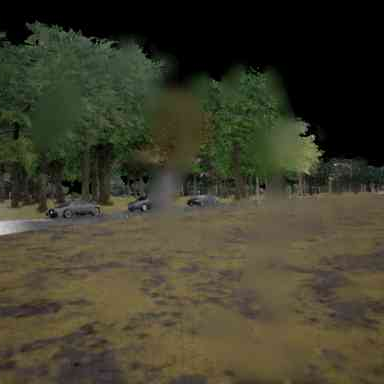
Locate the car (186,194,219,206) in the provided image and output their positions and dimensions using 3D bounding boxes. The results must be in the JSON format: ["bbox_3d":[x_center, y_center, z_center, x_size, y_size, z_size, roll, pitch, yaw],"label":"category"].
[{"bbox_3d":[1.464,1.018,42.227,2.033,1.411,5.357,-3,-1,35],"label":"car"}]

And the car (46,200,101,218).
[{"bbox_3d":[-9.466,1.330,26.745,1.994,1.385,4.181,-3,-1,36],"label":"car"}]

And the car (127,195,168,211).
[{"bbox_3d":[-4.480,1.133,33.831,1.837,1.490,4.892,-3,-1,35],"label":"car"}]
